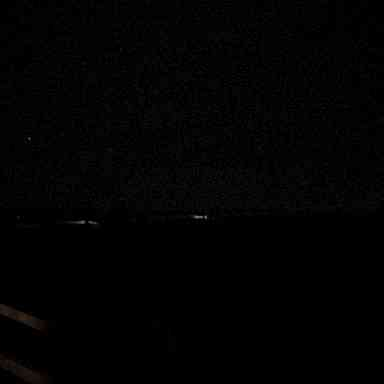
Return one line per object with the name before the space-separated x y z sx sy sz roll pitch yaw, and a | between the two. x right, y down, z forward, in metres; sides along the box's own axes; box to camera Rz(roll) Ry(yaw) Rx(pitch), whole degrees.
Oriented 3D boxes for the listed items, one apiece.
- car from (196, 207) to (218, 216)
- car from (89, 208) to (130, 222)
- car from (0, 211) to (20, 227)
car | 2.613 3.202 55.507 1.837 1.490 4.892 3 -1 36
car | -9.578 2.641 38.762 2.033 1.411 5.357 3 0 36
car | -17.041 2.261 28.405 1.994 1.385 4.181 3 0 36
